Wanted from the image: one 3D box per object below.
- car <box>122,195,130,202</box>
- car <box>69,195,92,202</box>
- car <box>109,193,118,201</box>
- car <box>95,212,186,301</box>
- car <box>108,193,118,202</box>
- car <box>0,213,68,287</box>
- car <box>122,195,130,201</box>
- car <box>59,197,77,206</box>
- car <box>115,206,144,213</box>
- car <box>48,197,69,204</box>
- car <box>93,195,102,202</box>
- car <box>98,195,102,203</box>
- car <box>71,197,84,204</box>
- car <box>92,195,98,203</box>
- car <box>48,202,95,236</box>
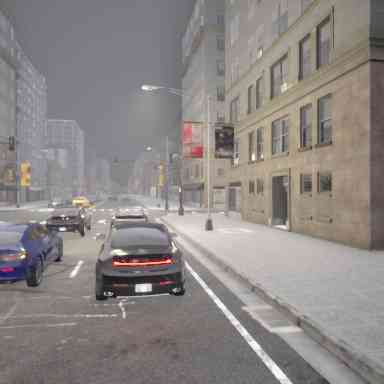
[{"bbox_3d":[-15.869,1.617,80.018,1.895,1.301,4.718,0,0,-11],"label":"car"},{"bbox_3d":[-16.335,1.496,48.949,1.882,1.535,5.008,0,0,-11],"label":"car"},{"bbox_3d":[-21.032,1.247,89.202,2.150,2.045,5.566,0,0,-11],"label":"car"},{"bbox_3d":[-1.360,1.506,8.456,1.837,1.490,4.892,0,0,-11],"label":"car"},{"bbox_3d":[-18.996,1.522,79.085,1.837,1.490,4.892,0,0,-11],"label":"car"},{"bbox_3d":[-4.784,1.527,9.020,1.812,1.442,4.674,0,0,-11],"label":"car"},{"bbox_3d":[-17.840,1.499,89.814,1.882,1.535,5.008,0,0,-11],"label":"car"},{"bbox_3d":[-21.393,1.568,57.745,2.033,1.411,5.357,0,0,-11],"label":"car"},{"bbox_3d":[-3.301,1.495,17.599,2.128,1.511,4.902,0,0,-11],"label":"car"},{"bbox_3d":[-19.546,1.510,48.175,2.128,1.511,4.902,0,0,-14],"label":"car"},{"bbox_3d":[-21.999,1.497,77.532,1.837,1.490,4.892,0,0,-11],"label":"car"},{"bbox_3d":[-20.008,1.575,67.647,1.994,1.385,4.181,0,0,-11],"label":"car"},{"bbox_3d":[-23.311,1.617,67.588,1.895,1.301,4.718,0,0,-11],"label":"car"},{"bbox_3d":[-18.132,1.373,58.036,2.097,1.767,4.553,0,0,-12],"label":"car"},{"bbox_3d":[-6.631,1.510,18.188,1.837,1.490,4.892,0,0,-11],"label":"car"}]
